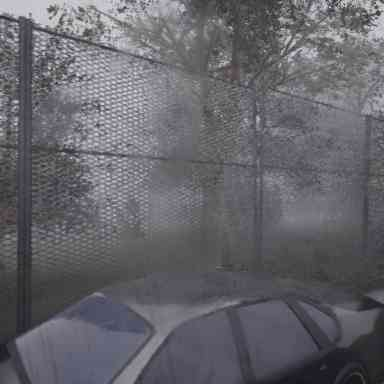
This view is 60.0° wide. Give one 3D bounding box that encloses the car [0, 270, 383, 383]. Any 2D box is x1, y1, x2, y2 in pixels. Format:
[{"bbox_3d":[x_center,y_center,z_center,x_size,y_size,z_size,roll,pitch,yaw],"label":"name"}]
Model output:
[{"bbox_3d":[-0.154,1.549,2.961,5.357,1.411,2.033,0,0,-36],"label":"car"}]
